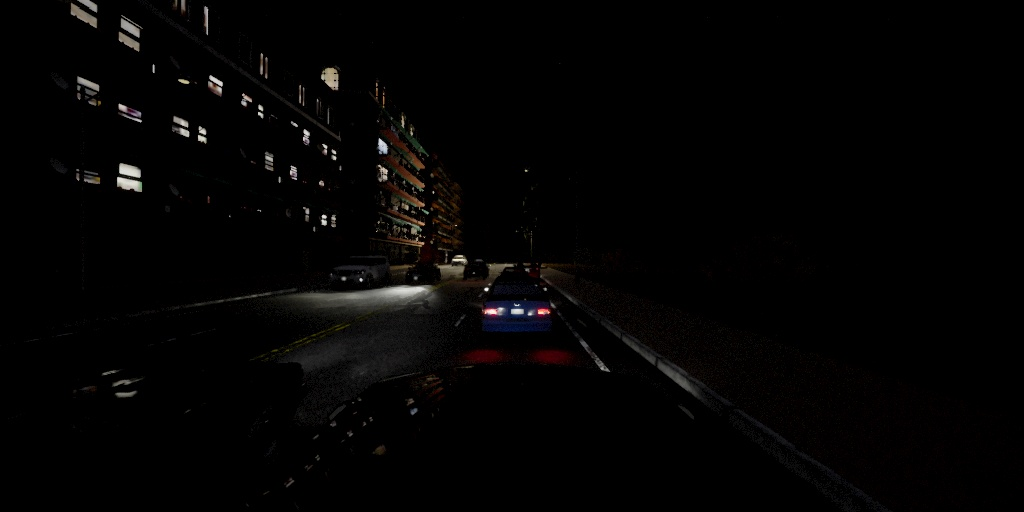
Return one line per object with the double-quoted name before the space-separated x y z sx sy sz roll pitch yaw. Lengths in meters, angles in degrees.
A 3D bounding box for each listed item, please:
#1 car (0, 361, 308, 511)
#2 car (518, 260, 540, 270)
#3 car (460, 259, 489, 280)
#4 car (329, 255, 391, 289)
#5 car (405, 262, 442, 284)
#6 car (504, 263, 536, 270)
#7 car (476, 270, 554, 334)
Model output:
"car" -3.153 1.351 1.761 1.895 1.301 4.718 0 0 0
"car" 1.189 1.104 29.851 2.097 1.767 4.553 0 0 0
"car" -3.095 1.231 31.658 1.882 1.535 5.008 0 0 0
"car" -9.812 0.974 23.693 2.150 2.045 5.566 0 0 0
"car" -6.555 1.245 26.863 2.128 1.511 4.902 0 0 0
"car" 0.129 1.317 20.916 1.994 1.385 4.181 0 0 1
"car" 0.117 1.299 10.583 2.033 1.411 5.357 0 0 0
